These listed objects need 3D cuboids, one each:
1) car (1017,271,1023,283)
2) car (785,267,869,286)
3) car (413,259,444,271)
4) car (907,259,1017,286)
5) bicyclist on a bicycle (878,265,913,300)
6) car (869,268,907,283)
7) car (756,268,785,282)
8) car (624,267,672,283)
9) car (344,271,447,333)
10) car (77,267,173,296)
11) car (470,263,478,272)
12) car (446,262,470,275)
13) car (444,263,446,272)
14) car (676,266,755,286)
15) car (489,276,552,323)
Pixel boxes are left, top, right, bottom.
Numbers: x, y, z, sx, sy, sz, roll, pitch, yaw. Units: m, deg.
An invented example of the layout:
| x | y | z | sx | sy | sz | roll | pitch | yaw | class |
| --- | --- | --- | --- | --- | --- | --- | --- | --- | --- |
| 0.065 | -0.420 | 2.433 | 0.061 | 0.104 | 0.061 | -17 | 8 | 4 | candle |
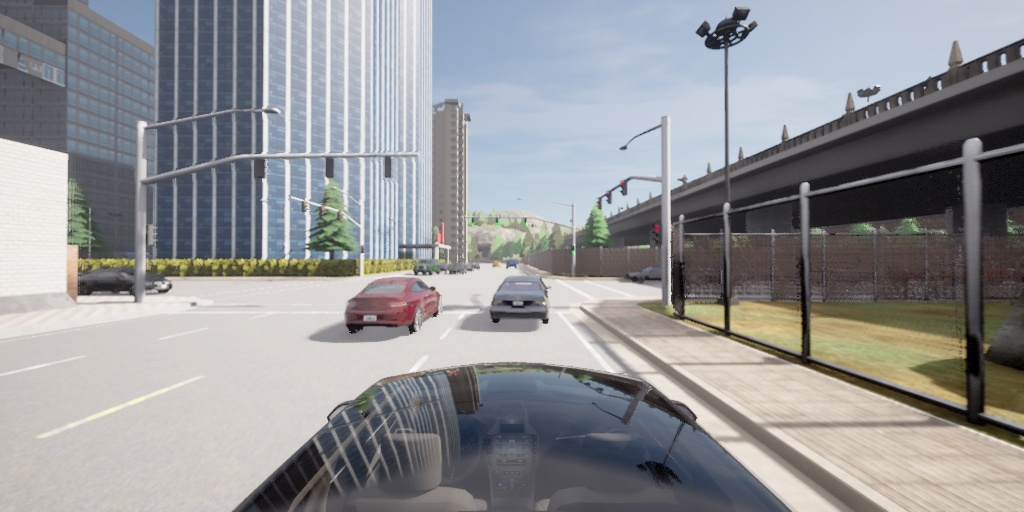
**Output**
| x | y | z | sx | sy | sz | roll | pitch | yaw | class |
| --- | --- | --- | --- | --- | --- | --- | --- | --- | --- |
| 42.402 | 1.611 | 31.685 | 4.674 | 1.442 | 1.812 | 0 | -1 | 1 | car |
| 24.644 | 1.579 | 28.169 | 4.674 | 1.442 | 1.812 | 0 | -1 | 0 | car |
| -10.607 | 1.381 | 45.150 | 2.150 | 2.045 | 5.566 | 0 | -1 | 4 | car |
| 35.257 | 1.274 | 28.208 | 5.566 | 2.045 | 2.150 | 0 | -1 | -1 | car |
| 18.281 | 1.251 | 17.177 | 0.582 | 1.620 | 1.656 | 0 | -1 | 0 | bicyclist on a bicycle |
| 32.264 | 1.687 | 31.696 | 4.718 | 1.301 | 1.895 | 0 | -1 | 0 | car |
| 22.337 | 1.687 | 31.670 | 4.718 | 1.301 | 1.895 | 0 | -1 | 0 | car |
| 12.747 | 1.634 | 31.639 | 5.357 | 1.411 | 2.033 | 0 | -1 | 0 | car |
| -3.428 | 1.363 | 10.979 | 1.812 | 1.442 | 4.674 | 0 | -1 | 0 | car |
| -22.566 | 1.512 | 20.840 | 4.674 | 1.442 | 1.812 | 0 | -1 | 0 | car |
| -7.149 | 1.765 | 57.247 | 2.128 | 1.511 | 4.902 | 0 | -1 | 0 | car |
| -7.153 | 1.691 | 48.035 | 1.837 | 1.490 | 4.892 | 0 | -1 | 0 | car |
| -10.654 | 1.803 | 55.333 | 2.033 | 1.411 | 5.357 | 0 | -1 | 0 | car |
| 15.688 | 1.545 | 28.149 | 4.902 | 1.511 | 2.128 | 0 | -1 | 0 | car |
| 0.405 | 1.400 | 12.606 | 2.033 | 1.411 | 5.357 | 0 | -1 | 5 | car |
